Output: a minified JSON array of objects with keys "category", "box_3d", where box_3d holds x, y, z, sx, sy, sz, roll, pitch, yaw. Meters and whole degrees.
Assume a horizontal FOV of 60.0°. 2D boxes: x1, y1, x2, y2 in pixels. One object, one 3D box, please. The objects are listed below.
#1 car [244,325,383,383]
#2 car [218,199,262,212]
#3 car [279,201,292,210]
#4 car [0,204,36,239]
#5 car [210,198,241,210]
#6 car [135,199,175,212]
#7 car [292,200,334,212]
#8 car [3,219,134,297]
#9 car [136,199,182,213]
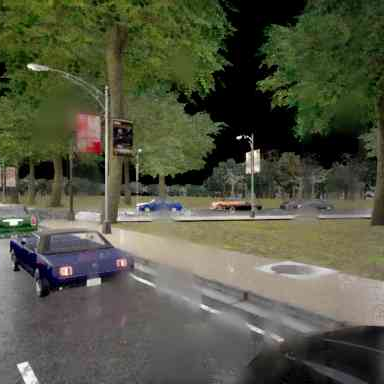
[{"category":"car","box_3d":[2.346,1.478,1.248,1.882,1.535,5.008,0,0,-37]},{"category":"car","box_3d":[6.111,1.791,40.877,4.718,1.301,1.895,0,0,-14]},{"category":"car","box_3d":[14.355,1.810,46.316,4.181,1.385,1.994,0,0,-14]},{"category":"car","box_3d":[-8.891,1.352,15.859,2.097,1.767,4.553,0,0,-38]},{"category":"car","box_3d":[4.694,1.538,43.870,4.553,1.767,2.097,0,0,-14]},{"category":"car","box_3d":[-4.620,1.657,41.496,4.674,1.442,1.812,0,0,-16]},{"category":"car","box_3d":[16.160,1.745,43.420,4.902,1.511,2.128,0,0,-14]},{"category":"car","box_3d":[-3.413,1.601,8.732,1.895,1.301,4.718,0,0,-38]},{"category":"car","box_3d":[-3.647,1.611,38.397,5.008,1.535,1.882,0,0,-14]}]
